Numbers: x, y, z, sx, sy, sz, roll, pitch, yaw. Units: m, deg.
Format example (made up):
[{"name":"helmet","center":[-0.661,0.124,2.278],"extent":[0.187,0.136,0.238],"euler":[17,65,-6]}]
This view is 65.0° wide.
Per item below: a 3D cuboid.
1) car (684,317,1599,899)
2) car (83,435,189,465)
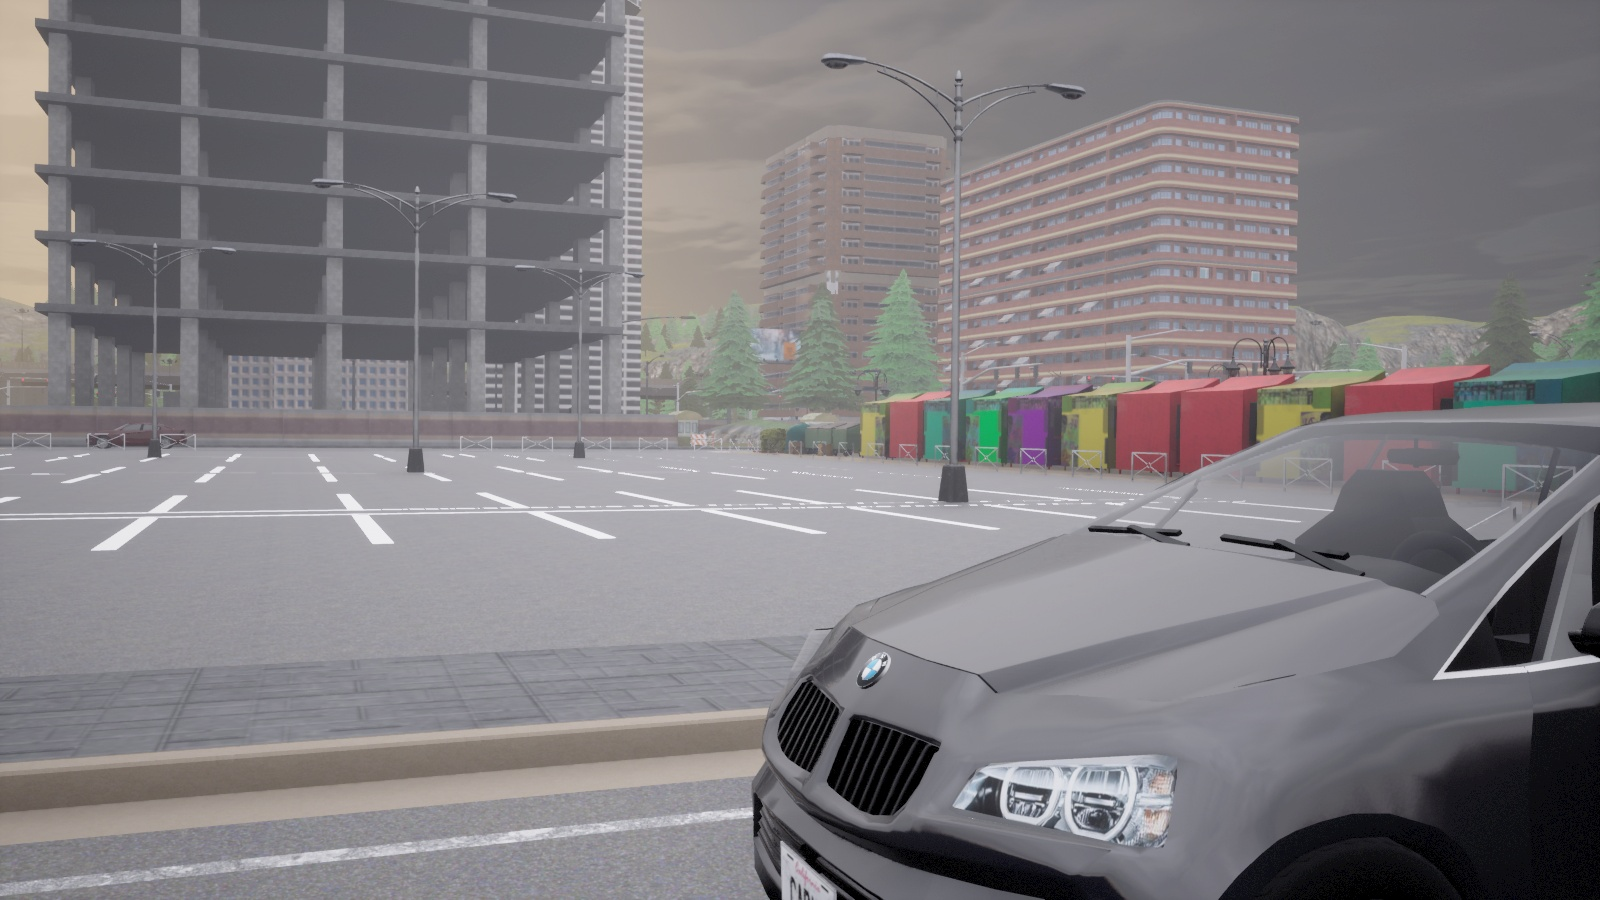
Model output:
[{"name":"car","center":[2.168,0.553,4.061],"extent":[4.611,1.667,2.242],"euler":[-1,1,-21]},{"name":"car","center":[-36.933,-0.019,69.992],"extent":[5.008,1.535,1.882],"euler":[-1,1,-23]}]
